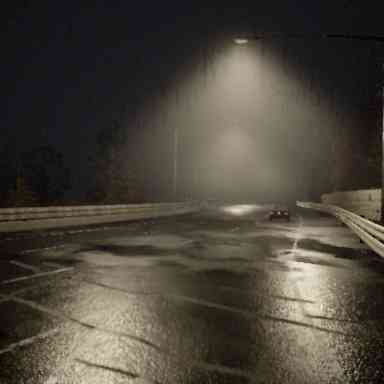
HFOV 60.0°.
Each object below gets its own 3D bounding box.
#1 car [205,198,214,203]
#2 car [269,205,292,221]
[{"bbox_3d":[4.661,2.312,92.629,1.994,1.385,4.181,1,0,-14],"label":"car"},{"bbox_3d":[8.410,1.956,31.629,2.033,1.411,5.357,1,0,18],"label":"car"}]
